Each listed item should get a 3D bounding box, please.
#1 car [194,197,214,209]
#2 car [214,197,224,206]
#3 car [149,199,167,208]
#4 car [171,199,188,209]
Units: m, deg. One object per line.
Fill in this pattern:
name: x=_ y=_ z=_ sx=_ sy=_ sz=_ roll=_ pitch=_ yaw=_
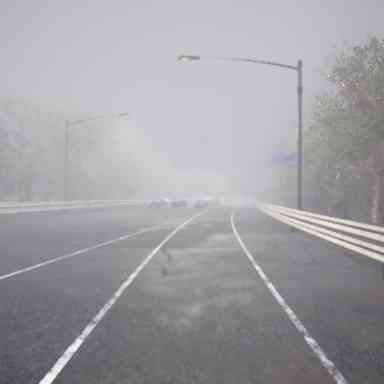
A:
car: x=1.547 y=1.856 z=50.915 sx=2.033 sy=1.411 sz=5.357 roll=0 pitch=0 yaw=11
car: x=4.574 y=2.021 z=66.319 sx=1.994 sy=1.385 sz=4.181 roll=0 pitch=-1 yaw=11
car: x=-5.296 y=1.811 z=52.414 sx=1.812 sy=1.442 sz=4.674 roll=0 pitch=-1 yaw=11
car: x=-1.870 y=1.775 z=51.687 sx=1.882 sy=1.535 sz=5.008 roll=0 pitch=0 yaw=11
